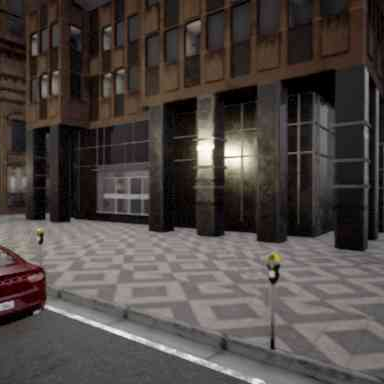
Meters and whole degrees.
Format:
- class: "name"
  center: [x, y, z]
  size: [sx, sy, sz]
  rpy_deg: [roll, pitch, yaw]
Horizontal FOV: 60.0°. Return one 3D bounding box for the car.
- class: "car"
  center: [-4.543, 1.541, 6.199]
  size: [4.507, 1.381, 1.887]
  rpy_deg: [0, 0, 35]
